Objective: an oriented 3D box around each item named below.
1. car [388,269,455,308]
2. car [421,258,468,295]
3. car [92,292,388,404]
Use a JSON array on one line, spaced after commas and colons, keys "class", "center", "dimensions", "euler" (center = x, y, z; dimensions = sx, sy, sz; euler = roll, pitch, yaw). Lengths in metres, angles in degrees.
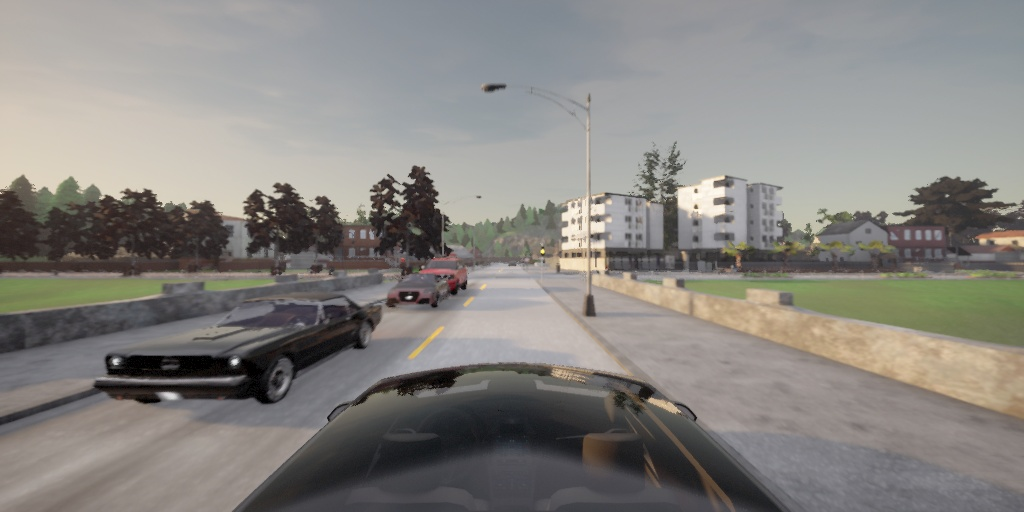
[{"class": "car", "center": [-3.980, 1.433, 15.857], "dimensions": [1.994, 1.385, 4.181], "euler": [0, 0, 0]}, {"class": "car", "center": [-4.014, 1.138, 21.533], "dimensions": [2.150, 2.045, 5.566], "euler": [0, -1, 1]}, {"class": "car", "center": [-4.092, 1.387, 6.501], "dimensions": [1.895, 1.301, 4.718], "euler": [0, -1, 0]}]
